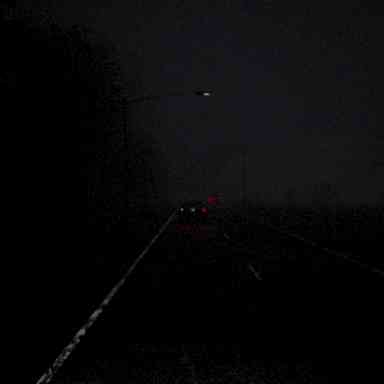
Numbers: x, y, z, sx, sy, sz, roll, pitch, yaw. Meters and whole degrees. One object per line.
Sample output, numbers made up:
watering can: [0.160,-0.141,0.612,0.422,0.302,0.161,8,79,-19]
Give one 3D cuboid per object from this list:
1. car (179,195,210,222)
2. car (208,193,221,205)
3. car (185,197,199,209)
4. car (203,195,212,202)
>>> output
car: [0.070,1.315,25.699,2.097,1.767,4.553,0,0,0]
car: [3.541,1.144,55.599,2.150,2.045,5.566,0,0,0]
car: [0.049,1.441,45.592,1.837,1.490,4.892,0,0,0]
car: [3.422,1.424,73.617,1.812,1.442,4.674,0,0,0]
